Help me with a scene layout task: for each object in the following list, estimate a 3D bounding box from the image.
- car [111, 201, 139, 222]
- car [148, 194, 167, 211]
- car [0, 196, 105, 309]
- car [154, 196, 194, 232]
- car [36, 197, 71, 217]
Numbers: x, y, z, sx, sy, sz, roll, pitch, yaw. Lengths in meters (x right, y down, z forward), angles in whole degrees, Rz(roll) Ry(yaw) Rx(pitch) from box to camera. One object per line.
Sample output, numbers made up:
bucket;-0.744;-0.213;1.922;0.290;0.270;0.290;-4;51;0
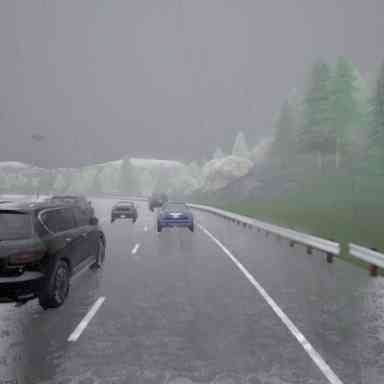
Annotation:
car;-5.310;1.516;26.493;1.837;1.490;4.892;0;0;-7
car;-4.180;1.231;41.095;2.150;2.045;5.566;0;0;-11
car;-3.657;1.229;7.966;2.150;2.045;5.566;0;0;-2
car;-1.098;1.355;20.533;2.097;1.767;4.553;0;0;-6
car;-13.202;1.379;31.966;2.097;1.767;4.553;0;0;-9
